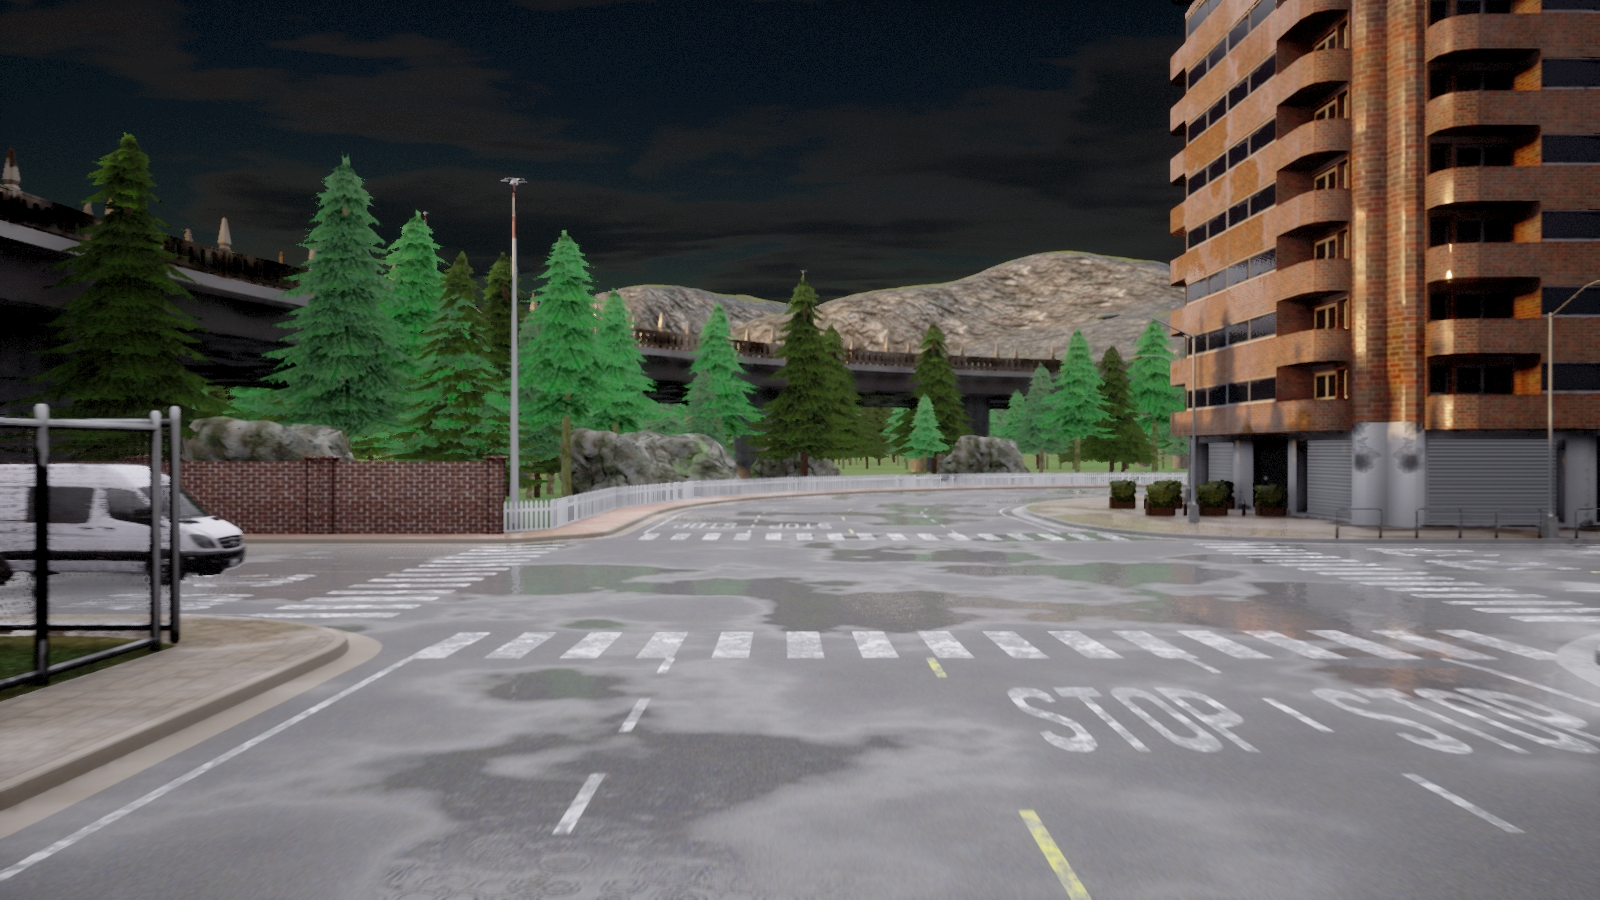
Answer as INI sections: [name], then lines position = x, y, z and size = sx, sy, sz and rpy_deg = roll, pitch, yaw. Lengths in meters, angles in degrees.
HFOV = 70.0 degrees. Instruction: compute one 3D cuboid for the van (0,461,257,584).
[van]
position = -15.325, 1.533, 25.007
size = 5.915, 2.561, 1.988
rpy_deg = 0, 0, 0
